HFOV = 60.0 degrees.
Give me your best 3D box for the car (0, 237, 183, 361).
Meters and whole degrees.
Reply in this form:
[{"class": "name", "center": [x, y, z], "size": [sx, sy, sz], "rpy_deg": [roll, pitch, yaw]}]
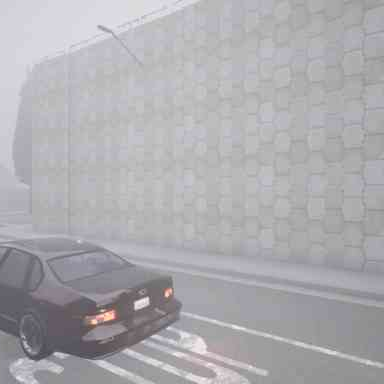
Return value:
[{"class": "car", "center": [-2.725, 1.547, 5.927], "size": [5.357, 1.411, 2.033], "rpy_deg": [0, 0, 35]}]
